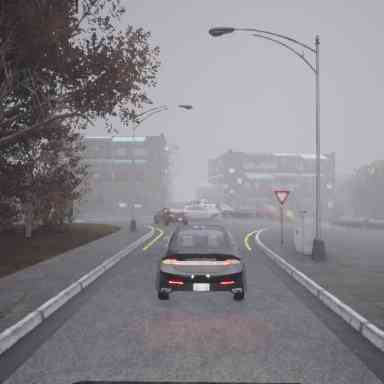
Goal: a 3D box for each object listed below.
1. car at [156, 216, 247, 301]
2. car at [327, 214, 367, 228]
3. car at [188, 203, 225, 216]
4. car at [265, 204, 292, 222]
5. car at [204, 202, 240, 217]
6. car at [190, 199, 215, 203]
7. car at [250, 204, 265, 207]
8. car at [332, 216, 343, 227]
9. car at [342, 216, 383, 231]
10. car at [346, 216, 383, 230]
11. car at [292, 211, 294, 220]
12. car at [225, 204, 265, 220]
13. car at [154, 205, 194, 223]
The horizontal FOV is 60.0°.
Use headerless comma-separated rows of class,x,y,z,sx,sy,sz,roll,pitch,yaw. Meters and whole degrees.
car,0.215,1.582,8.551,2.128,1.511,4.902,0,-1,1
car,21.473,4.049,46.207,2.002,1.452,4.674,6,-3,-31
car,0.562,2.067,32.940,4.674,1.442,1.812,1,0,-8
car,9.718,2.632,43.849,2.435,2.045,5.566,7,-3,-32
car,3.773,2.227,42.653,2.185,1.767,4.553,4,-3,-32
car,0.907,1.943,41.995,2.435,2.045,5.566,1,-2,-31
car,6.734,2.471,43.221,2.185,1.767,4.553,6,-3,-32
car,19.605,3.768,40.504,4.718,1.301,1.895,5,-2,-11
car,19.438,3.620,36.506,4.718,1.301,1.895,5,-2,-11
car,24.431,4.331,46.791,2.002,1.452,4.674,7,-3,-31
car,12.535,3.160,44.618,1.946,1.575,5.366,6,-3,-31
car,5.312,2.438,37.617,4.718,1.301,1.895,4,-2,-11
car,-1.777,1.983,27.972,1.812,1.442,4.674,0,-1,-22
